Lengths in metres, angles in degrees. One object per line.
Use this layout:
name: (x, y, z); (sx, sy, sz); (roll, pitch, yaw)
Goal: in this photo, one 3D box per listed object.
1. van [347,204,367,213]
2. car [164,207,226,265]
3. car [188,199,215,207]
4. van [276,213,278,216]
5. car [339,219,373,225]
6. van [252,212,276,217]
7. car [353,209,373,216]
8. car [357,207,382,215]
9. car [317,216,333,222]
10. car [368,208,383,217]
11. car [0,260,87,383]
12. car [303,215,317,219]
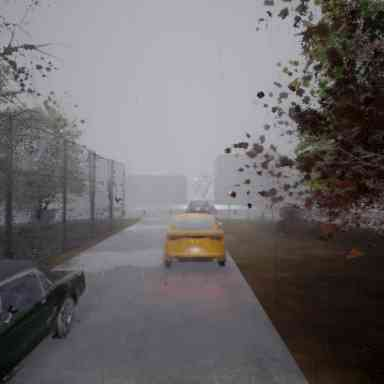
van: (40.828, 4.084, 82.340); (4.442, 1.987, 1.878); (-1, 1, -17)
car: (0.095, 1.501, 11.832); (1.882, 1.535, 5.008); (0, 0, 0)
car: (0.841, 1.415, 29.007); (2.097, 1.767, 4.553); (0, 0, 10)
van: (14.548, 4.352, 55.585); (1.878, 1.987, 4.442); (0, 0, -18)
car: (19.819, 4.490, 38.332); (2.435, 2.045, 5.566); (0, 1, -18)
van: (11.590, 4.353, 55.678); (1.878, 1.987, 4.442); (0, 0, -18)
car: (26.400, 4.324, 55.128); (2.435, 2.045, 5.566); (0, 0, -18)
car: (40.782, 4.358, 76.437); (5.366, 1.575, 1.946); (-1, 0, -17)
car: (20.518, 4.325, 55.266); (2.435, 2.045, 5.566); (0, 0, -18)
car: (40.249, 4.170, 70.362); (5.566, 2.045, 2.435); (-1, 1, -17)
car: (-2.850, 1.609, 3.854); (1.895, 1.301, 4.718); (0, 0, 0)
car: (17.560, 4.325, 55.359); (2.435, 2.045, 5.566); (0, 0, -18)
